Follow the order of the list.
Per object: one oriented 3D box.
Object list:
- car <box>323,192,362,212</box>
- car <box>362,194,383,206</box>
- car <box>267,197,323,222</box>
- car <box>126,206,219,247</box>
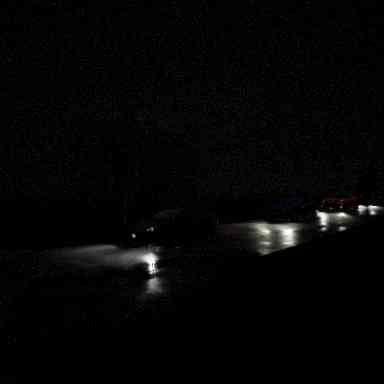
[{"bbox_3d":[13.341,0.795,30.046,2.097,1.767,4.553,-1,0,42],"label":"car"},{"bbox_3d":[20.217,0.797,37.655,1.994,1.385,4.181,-1,1,42],"label":"car"},{"bbox_3d":[6.971,1.102,22.963,1.882,1.535,5.008,-1,0,42],"label":"car"},{"bbox_3d":[-0.678,1.352,14.450,1.812,1.442,4.674,-1,0,42],"label":"car"}]
